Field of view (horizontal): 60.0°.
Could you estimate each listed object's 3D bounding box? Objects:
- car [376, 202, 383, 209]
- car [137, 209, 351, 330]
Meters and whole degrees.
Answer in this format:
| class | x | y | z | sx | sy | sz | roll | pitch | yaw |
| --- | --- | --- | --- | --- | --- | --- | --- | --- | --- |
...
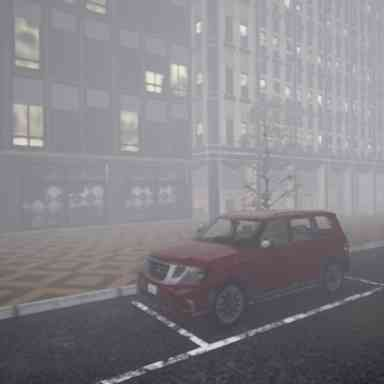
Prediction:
| class | x | y | z | sx | sy | sz | roll | pitch | yaw |
| --- | --- | --- | --- | --- | --- | --- | --- | --- | --- |
| car | 27.818 | 1.665 | 45.526 | 1.752 | 1.417 | 4.829 | -1 | 1 | -36 |
| car | 1.378 | 1.327 | 7.099 | 5.009 | 1.841 | 2.192 | 0 | -1 | -35 |
